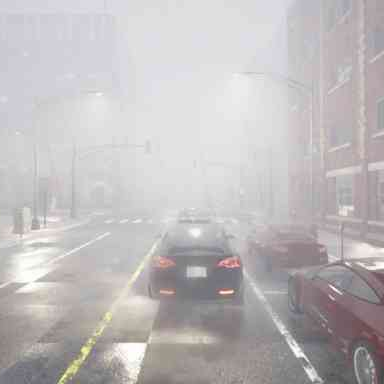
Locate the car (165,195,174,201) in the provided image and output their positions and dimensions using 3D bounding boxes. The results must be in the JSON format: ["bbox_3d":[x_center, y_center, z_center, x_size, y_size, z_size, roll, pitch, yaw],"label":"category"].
[{"bbox_3d":[-5.858,1.582,87.909,2.008,1.369,4.403,1,0,0],"label":"car"}]

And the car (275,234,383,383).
[{"bbox_3d":[2.658,1.583,4.716,1.802,1.307,4.206,1,0,0],"label":"car"}]

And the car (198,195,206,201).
[{"bbox_3d":[2.522,1.597,87.887,1.947,1.339,4.313,1,0,0],"label":"car"}]

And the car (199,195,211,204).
[{"bbox_3d":[2.580,1.544,59.796,1.752,1.417,4.829,1,0,0],"label":"car"}]

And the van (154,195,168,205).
[{"bbox_3d":[-5.797,1.359,59.648,1.690,1.788,3.998,1,0,0],"label":"van"}]

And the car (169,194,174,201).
[{"bbox_3d":[-5.835,1.607,76.604,1.802,1.307,4.206,1,0,0],"label":"car"}]

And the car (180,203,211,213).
[{"bbox_3d":[0.065,1.552,17.686,2.033,1.411,5.357,0,0,-1],"label":"car"}]

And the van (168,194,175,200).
[{"bbox_3d":[-5.866,1.375,93.561,1.690,1.788,3.998,1,0,0],"label":"van"}]

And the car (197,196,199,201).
[{"bbox_3d":[2.534,1.573,82.236,1.887,1.381,4.507,1,0,0],"label":"car"}]

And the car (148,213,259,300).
[{"bbox_3d":[0.083,1.506,8.414,2.163,1.488,4.792,0,0,0],"label":"car"}]

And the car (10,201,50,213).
[{"bbox_3d":[-18.790,1.730,38.711,4.313,1.339,1.947,0,-1,0],"label":"car"}]

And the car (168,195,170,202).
[{"bbox_3d":[-5.812,1.602,65.300,1.802,1.307,4.206,1,0,0],"label":"car"}]

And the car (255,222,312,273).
[{"bbox_3d":[2.816,1.585,10.372,1.802,1.307,4.206,1,0,0],"label":"car"}]
